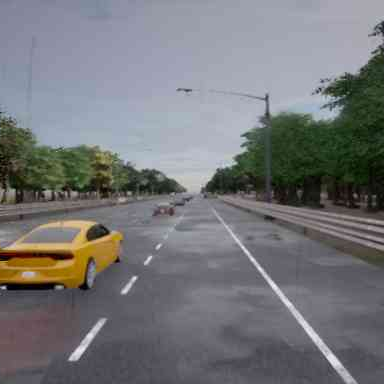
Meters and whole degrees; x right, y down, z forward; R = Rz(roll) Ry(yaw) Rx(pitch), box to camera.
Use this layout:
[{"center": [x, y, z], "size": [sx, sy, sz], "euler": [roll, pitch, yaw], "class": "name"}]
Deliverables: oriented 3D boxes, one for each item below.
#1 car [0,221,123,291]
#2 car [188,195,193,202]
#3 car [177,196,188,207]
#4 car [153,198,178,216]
[{"center": [-3.269, 1.535, 9.248], "size": [1.882, 1.535, 5.008], "euler": [-1, 0, 1], "class": "car"}, {"center": [-1.519, 1.727, 84.783], "size": [1.882, 1.535, 5.008], "euler": [-1, 0, 1], "class": "car"}, {"center": [-2.172, 1.726, 56.672], "size": [2.033, 1.411, 5.357], "euler": [-1, 0, 1], "class": "car"}, {"center": [-2.712, 1.647, 33.515], "size": [1.812, 1.442, 4.674], "euler": [-1, 0, 1], "class": "car"}]
